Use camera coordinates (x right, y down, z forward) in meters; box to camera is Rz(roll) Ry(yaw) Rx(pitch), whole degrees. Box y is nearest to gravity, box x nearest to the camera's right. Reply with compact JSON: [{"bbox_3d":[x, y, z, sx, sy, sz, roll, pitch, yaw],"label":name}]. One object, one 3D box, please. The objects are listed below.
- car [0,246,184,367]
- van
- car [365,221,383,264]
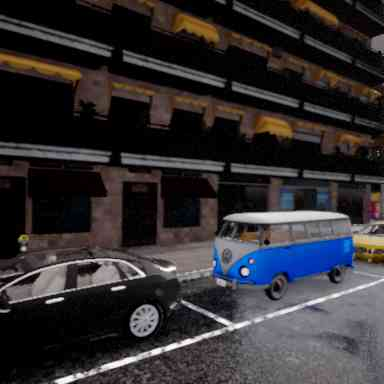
[{"bbox_3d":[-2.195,1.573,4.972,4.403,1.369,2.008,0,1,-36],"label":"car"},{"bbox_3d":[2.332,1.392,8.221,3.998,1.788,1.690,0,1,-36],"label":"van"},{"bbox_3d":[6.715,1.603,11.372,4.829,1.417,1.752,0,1,-36],"label":"car"}]
